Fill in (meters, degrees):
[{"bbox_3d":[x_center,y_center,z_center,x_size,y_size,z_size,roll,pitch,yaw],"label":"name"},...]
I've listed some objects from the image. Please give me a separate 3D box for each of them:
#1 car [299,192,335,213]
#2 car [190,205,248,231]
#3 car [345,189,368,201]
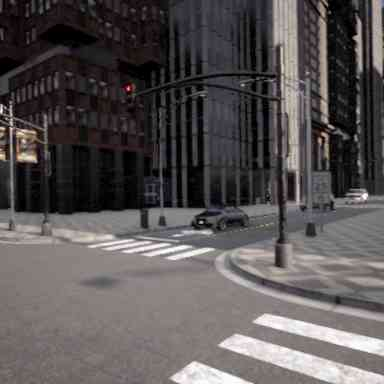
[{"bbox_3d":[13.111,1.010,34.598,2.150,2.045,5.566,-1,0,39],"label":"car"},{"bbox_3d":[1.755,1.526,20.486,1.994,1.385,4.181,-1,0,39],"label":"car"},{"bbox_3d":[23.437,0.578,47.283,2.150,2.045,5.566,-1,0,39],"label":"car"}]
